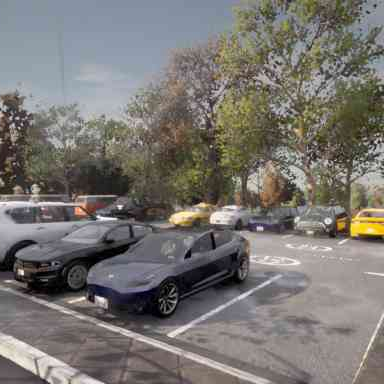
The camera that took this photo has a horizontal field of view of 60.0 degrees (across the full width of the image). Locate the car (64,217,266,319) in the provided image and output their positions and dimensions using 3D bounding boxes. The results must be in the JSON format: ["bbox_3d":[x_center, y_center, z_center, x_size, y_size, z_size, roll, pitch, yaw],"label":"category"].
[{"bbox_3d":[-0.273,1.629,8.082,2.163,1.488,4.792,0,0,36],"label":"car"}]

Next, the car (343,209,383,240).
[{"bbox_3d":[9.565,1.600,17.133,2.097,1.535,5.008,0,0,36],"label":"car"}]

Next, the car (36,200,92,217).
[{"bbox_3d":[-12.730,1.557,33.352,2.163,1.488,4.792,0,0,36],"label":"car"}]

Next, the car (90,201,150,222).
[{"bbox_3d":[-6.043,1.565,28.429,2.163,1.488,4.792,0,0,36],"label":"car"}]

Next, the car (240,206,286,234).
[{"bbox_3d":[5.166,1.611,20.295,2.163,1.488,4.792,0,0,36],"label":"car"}]

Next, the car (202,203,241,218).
[{"bbox_3d":[2.940,1.612,21.943,2.002,1.452,4.674,0,0,36],"label":"car"}]

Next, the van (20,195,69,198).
[{"bbox_3d":[-15.039,1.310,34.857,1.878,1.987,4.442,0,0,36],"label":"van"}]

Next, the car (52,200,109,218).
[{"bbox_3d":[-10.594,1.554,31.802,2.163,1.488,4.792,0,0,36],"label":"car"}]

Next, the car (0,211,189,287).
[{"bbox_3d":[-2.500,1.590,9.740,2.097,1.535,5.008,0,0,36],"label":"car"}]

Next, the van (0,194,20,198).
[{"bbox_3d":[-19.404,1.337,38.302,1.878,1.987,4.442,0,0,36],"label":"van"}]

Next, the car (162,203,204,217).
[{"bbox_3d":[0.590,1.560,23.422,1.946,1.575,5.366,0,0,36],"label":"car"}]

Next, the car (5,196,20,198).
[{"bbox_3d":[-17.227,1.548,36.585,2.097,1.535,5.008,0,0,36],"label":"car"}]

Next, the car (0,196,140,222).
[{"bbox_3d":[-4.732,1.329,11.388,2.435,2.045,5.566,0,0,36],"label":"car"}]

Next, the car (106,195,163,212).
[{"bbox_3d":[-3.767,1.293,26.848,2.435,2.045,5.566,0,0,36],"label":"car"}]

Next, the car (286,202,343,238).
[{"bbox_3d":[7.344,1.465,18.790,2.185,1.767,4.553,0,0,36],"label":"car"}]
